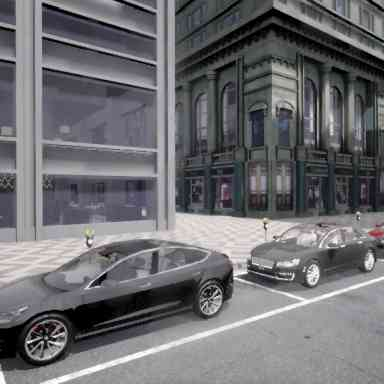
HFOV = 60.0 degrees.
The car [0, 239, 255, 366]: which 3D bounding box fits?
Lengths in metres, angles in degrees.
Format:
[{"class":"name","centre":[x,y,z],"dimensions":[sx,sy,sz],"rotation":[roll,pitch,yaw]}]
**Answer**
[{"class":"car","centre":[-1.178,1.566,5.818],"dimensions":[4.313,1.339,1.947],"rotation":[0,0,-36]}]

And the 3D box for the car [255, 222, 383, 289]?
[{"class":"car","centre":[3.403,1.551,9.101],"dimensions":[4.403,1.369,2.008],"rotation":[0,0,-36]}]
